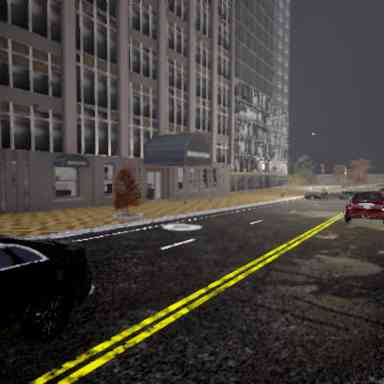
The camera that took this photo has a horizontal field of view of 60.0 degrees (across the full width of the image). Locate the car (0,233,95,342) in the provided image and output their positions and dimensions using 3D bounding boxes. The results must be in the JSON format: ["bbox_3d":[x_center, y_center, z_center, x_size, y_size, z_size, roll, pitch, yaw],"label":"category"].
[{"bbox_3d":[-3.418,1.292,3.813,2.128,1.511,4.902,2,3,32],"label":"car"}]

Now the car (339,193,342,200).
[{"bbox_3d":[18.665,0.276,39.062,1.994,1.385,4.181,2,3,32],"label":"car"}]

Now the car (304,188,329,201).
[{"bbox_3d":[14.583,0.226,38.678,2.033,1.411,5.357,2,3,32],"label":"car"}]

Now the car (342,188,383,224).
[{"bbox_3d":[10.178,0.736,19.034,2.097,1.767,4.553,2,3,32],"label":"car"}]
